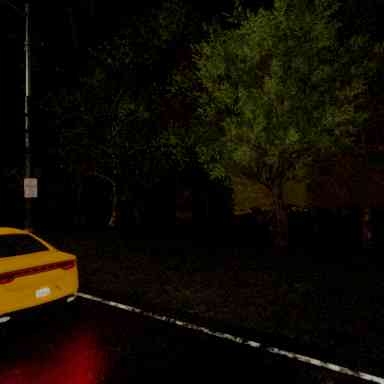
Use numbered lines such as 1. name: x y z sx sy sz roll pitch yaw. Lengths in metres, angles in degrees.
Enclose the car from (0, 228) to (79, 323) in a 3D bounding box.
1. car: -4.439 1.475 6.866 5.008 1.535 1.882 0 1 36
